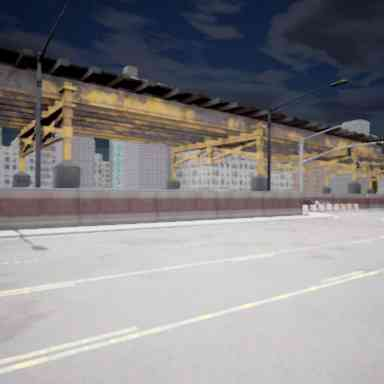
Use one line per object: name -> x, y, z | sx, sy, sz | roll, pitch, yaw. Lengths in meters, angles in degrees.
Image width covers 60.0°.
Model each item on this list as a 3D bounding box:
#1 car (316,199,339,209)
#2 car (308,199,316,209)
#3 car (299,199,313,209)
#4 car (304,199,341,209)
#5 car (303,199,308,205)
car -> 20.294, 1.733, 51.833 | 4.536, 1.218, 1.853 | 0, 0, -7
car -> 16.435, 1.840, 48.079 | 2.038, 1.542, 4.974 | 0, 0, 18
car -> 16.452, 1.683, 48.129 | 1.853, 1.218, 4.536 | 0, 0, 18
car -> 20.345, 1.891, 51.839 | 4.974, 1.542, 2.038 | 0, 0, -7
car -> 12.690, 1.797, 45.394 | 4.974, 1.542, 2.038 | 0, 0, 8
